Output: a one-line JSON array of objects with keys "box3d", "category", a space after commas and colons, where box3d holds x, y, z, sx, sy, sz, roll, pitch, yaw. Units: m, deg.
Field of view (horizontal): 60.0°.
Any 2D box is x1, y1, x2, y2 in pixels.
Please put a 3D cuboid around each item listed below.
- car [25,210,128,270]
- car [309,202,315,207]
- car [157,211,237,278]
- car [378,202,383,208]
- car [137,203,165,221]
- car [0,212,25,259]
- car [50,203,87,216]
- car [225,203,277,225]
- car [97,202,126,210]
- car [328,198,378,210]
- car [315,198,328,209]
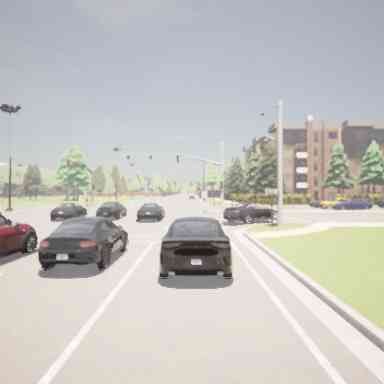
[{"box3d": [-3.397, 1.543, 11.032, 1.812, 1.442, 4.674, 0, 0, 0], "category": "car"}, {"box3d": [19.932, 1.622, 48.218, 5.357, 1.411, 2.033, 0, 0, 0], "category": "car"}, {"box3d": [0.101, 1.494, 10.229, 1.882, 1.535, 5.008, 0, 0, 0], "category": "car"}, {"box3d": [29.516, 1.675, 48.252, 4.718, 1.301, 1.895, 0, 0, 0], "category": "car"}, {"box3d": [-3.396, 1.607, 27.844, 1.994, 1.385, 4.181, 0, 0, 0], "category": "car"}, {"box3d": [-6.899, 1.369, 10.740, 2.097, 1.767, 4.553, 0, 0, 0], "category": "car"}, {"box3d": [-10.397, 1.608, 28.344, 1.994, 1.385, 4.181, 0, 0, 0], "category": "car"}, {"box3d": [4.530, 1.530, 24.758, 4.902, 1.511, 2.128, 0, -1, -37], "category": "car"}, {"box3d": [-6.895, 1.570, 28.704, 1.812, 1.442, 4.674, 0, 0, 0], "category": "car"}, {"box3d": [19.876, 1.589, 41.218, 4.674, 1.442, 1.812, 0, 0, 0], "category": "car"}, {"box3d": [19.705, 1.546, 44.722, 5.008, 1.535, 1.882, 0, 0, 0], "category": "car"}]
